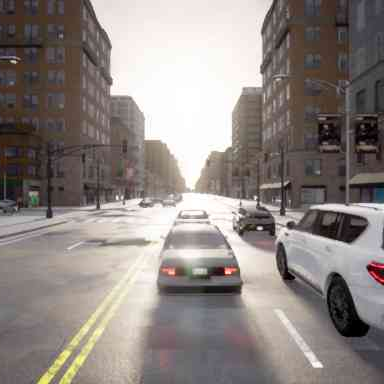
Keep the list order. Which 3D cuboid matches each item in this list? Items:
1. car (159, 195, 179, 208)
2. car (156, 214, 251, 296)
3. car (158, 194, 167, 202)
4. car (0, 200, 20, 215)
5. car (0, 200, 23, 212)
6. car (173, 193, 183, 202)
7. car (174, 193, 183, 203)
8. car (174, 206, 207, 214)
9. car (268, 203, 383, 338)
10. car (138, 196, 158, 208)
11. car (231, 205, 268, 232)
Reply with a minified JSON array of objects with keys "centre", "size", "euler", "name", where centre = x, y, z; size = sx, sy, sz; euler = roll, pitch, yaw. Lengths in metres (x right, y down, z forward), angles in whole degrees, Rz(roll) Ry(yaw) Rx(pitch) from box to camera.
[{"centre":[-3.379,1.519,49.160],"size":[1.812,1.442,4.674],"euler":[0,0,0],"name":"car"},{"centre":[0.082,1.547,8.786],"size":[2.033,1.411,5.357],"euler":[0,0,-2],"name":"car"},{"centre":[-6.577,1.492,65.983],"size":[1.837,1.490,4.892],"euler":[0,0,0],"name":"car"},{"centre":[-19.735,1.482,32.805],"size":[4.902,1.511,2.128],"euler":[0,0,0],"name":"car"},{"centre":[-22.152,1.577,38.303],"size":[4.313,1.339,1.947],"euler":[0,0,0],"name":"car"},{"centre":[-3.310,1.204,80.172],"size":[2.150,2.045,5.566],"euler":[0,0,0],"name":"car"},{"centre":[-3.310,1.478,68.029],"size":[2.128,1.511,4.902],"euler":[0,0,0],"name":"car"},{"centre":[0.072,1.600,18.435],"size":[1.895,1.301,4.718],"euler":[0,0,2],"name":"car"},{"centre":[3.349,1.222,6.747],"size":[2.150,2.045,5.566],"euler":[0,0,0],"name":"car"},{"centre":[-6.630,1.541,48.973],"size":[2.033,1.411,5.357],"euler":[0,0,0],"name":"car"},{"centre":[3.338,1.504,18.464],"size":[1.837,1.490,4.892],"euler":[0,0,1],"name":"car"}]
